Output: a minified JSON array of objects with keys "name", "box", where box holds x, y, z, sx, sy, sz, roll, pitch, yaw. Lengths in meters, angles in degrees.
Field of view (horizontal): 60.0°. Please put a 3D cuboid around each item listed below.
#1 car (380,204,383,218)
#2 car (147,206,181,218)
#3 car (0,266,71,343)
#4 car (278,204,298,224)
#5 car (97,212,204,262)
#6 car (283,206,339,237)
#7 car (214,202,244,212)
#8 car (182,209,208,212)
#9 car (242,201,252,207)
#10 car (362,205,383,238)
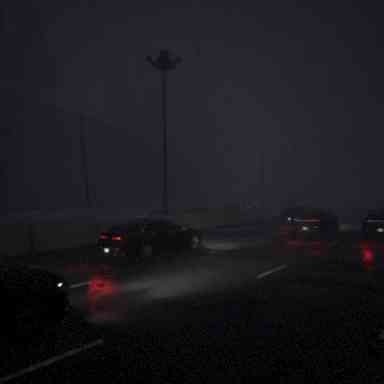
[{"name":"car","box":[20.754,1.961,34.692,1.895,1.301,4.718,-2,-1,29]},{"name":"car","box":[-3.472,2.500,42.020,1.895,1.301,4.718,-2,-1,30]},{"name":"car","box":[-4.234,1.663,4.770,2.128,1.511,4.902,-2,-2,41]},{"name":"car","box":[9.142,1.936,28.801,1.837,1.490,4.892,-2,-1,33]},{"name":"car","box":[-1.508,1.809,13.627,1.837,1.490,4.892,-2,-1,38]},{"name":"car","box":[7.498,1.775,19.993,2.128,1.511,4.902,-2,-1,35]},{"name":"car","box":[4.561,2.314,41.924,2.033,1.411,5.357,-2,-1,29]},{"name":"car","box":[0.437,2.396,41.832,1.994,1.385,4.181,-2,-1,30]},{"name":"car","box":[13.317,2.936,80.243,1.994,1.385,4.181,-1,-1,16]},{"name":"car","box":[10.723,1.693,18.505,2.128,1.511,4.902,-2,-1,35]}]
